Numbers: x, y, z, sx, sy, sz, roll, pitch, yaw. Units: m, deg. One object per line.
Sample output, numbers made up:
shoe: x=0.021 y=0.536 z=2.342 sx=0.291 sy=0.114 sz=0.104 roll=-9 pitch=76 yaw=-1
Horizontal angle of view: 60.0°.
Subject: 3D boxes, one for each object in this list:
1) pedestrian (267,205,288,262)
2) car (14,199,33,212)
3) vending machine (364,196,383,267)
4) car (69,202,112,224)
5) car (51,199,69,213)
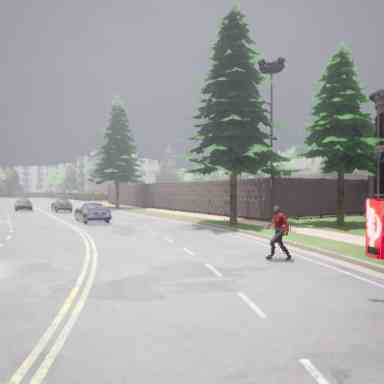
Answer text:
pedestrian: x=2.722 y=1.290 z=10.582 sx=0.375 sy=1.860 sz=0.375 roll=0 pitch=0 yaw=-13
car: x=-19.995 y=1.536 z=39.466 sx=2.033 sy=1.411 sz=5.357 roll=0 pitch=0 yaw=-29
vending machine: x=6.202 y=1.192 z=10.479 sx=1.100 sy=2.100 sz=0.880 roll=0 pitch=0 yaw=-12
car: x=-7.455 y=1.539 z=24.728 sx=2.033 sy=1.411 sz=5.357 roll=0 pitch=0 yaw=-29
car: x=-14.854 y=1.536 z=37.853 sx=2.033 sy=1.411 sz=5.357 roll=0 pitch=0 yaw=-29
